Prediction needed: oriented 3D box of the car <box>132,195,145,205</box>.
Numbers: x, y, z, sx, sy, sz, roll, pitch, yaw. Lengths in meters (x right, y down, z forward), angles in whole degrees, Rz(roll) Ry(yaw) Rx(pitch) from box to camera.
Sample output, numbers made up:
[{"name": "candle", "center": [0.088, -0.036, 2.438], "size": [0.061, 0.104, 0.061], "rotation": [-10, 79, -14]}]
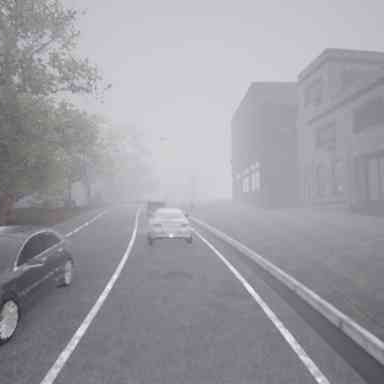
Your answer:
[{"name": "car", "center": [-7.607, 1.186, 49.965], "size": [1.994, 1.385, 4.181], "rotation": [-1, 0, 4]}]

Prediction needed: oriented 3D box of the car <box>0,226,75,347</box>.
[{"name": "car", "center": [-3.674, 1.480, 6.291], "size": [1.837, 1.490, 4.892], "rotation": [0, 0, -4]}]

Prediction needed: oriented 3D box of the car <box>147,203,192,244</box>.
[{"name": "car", "center": [-1.092, 1.467, 15.442], "size": [1.812, 1.442, 4.674], "rotation": [0, 0, -7]}]

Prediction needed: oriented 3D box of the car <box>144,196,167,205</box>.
[{"name": "car", "center": [-3.578, 1.267, 33.435], "size": [1.882, 1.535, 5.008], "rotation": [0, 1, -7]}]
